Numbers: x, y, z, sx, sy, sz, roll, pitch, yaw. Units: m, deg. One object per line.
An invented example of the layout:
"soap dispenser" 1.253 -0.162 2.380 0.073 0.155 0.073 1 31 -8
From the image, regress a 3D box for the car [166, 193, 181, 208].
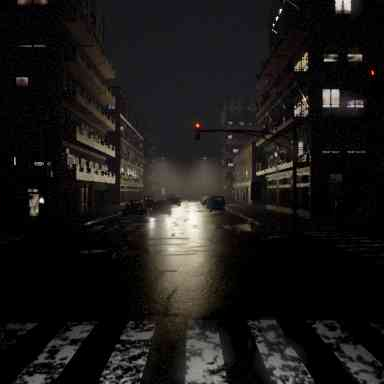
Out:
"car" -2.793 1.209 49.064 2.150 2.045 5.566 0 0 0

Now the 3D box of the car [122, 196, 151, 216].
"car" -5.414 1.432 31.895 1.967 1.590 4.097 0 0 0

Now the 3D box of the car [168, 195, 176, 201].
"car" -5.233 1.512 87.709 2.008 1.369 4.403 0 0 0

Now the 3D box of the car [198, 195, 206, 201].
"car" 2.648 1.527 87.702 1.947 1.339 4.313 0 0 0

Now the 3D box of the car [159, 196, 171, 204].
"car" -5.253 1.524 65.383 1.887 1.381 4.507 0 0 0

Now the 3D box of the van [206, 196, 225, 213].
"van" 2.730 1.331 36.847 1.690 1.788 3.998 0 0 0

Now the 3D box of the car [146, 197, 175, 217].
"car" -2.820 1.518 31.066 1.812 1.442 4.674 0 0 0

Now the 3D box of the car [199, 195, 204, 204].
"car" 2.619 1.550 54.213 1.947 1.339 4.313 0 0 0

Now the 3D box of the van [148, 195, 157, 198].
"van" -5.369 1.329 43.059 1.690 1.788 3.998 0 0 0

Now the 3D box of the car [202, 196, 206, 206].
"car" 2.701 1.533 43.051 1.887 1.381 4.507 0 0 0

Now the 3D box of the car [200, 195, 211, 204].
"car" 2.627 1.419 65.376 1.967 1.590 4.097 0 0 0

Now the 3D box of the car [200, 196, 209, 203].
"car" 2.632 1.520 70.957 1.887 1.381 4.507 0 0 0
